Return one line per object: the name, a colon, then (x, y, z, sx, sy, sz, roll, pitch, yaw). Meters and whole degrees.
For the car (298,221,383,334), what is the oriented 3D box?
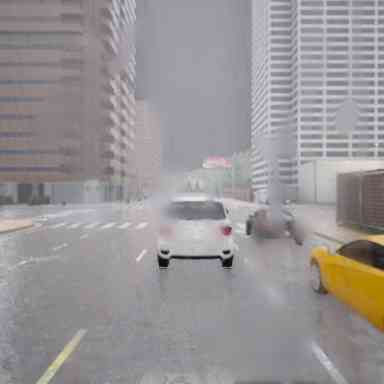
car: (3.606, 1.449, 5.675, 1.882, 1.535, 5.008, 0, 0, 0)

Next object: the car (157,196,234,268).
car: (0.104, 1.165, 11.241, 2.150, 2.045, 5.566, 0, 0, 0)

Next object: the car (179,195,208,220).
car: (0.115, 1.197, 26.818, 2.097, 1.767, 4.553, 0, 0, 0)

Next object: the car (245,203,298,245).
car: (3.602, 1.452, 14.981, 1.812, 1.442, 4.674, 0, 0, 0)
